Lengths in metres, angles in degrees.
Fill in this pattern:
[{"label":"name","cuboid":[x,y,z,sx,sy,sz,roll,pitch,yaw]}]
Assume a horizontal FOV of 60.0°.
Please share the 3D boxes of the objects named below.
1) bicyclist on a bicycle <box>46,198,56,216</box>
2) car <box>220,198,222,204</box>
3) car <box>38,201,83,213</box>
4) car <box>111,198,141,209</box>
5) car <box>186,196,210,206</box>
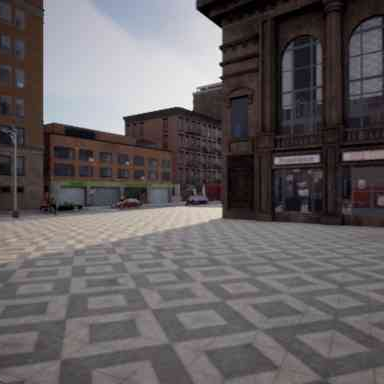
[{"label":"bicyclist on a bicycle","cuboid":[-12.837,1.367,30.240,1.656,1.620,0.582,0,0,36]},{"label":"car","cuboid":[7.327,1.375,63.399,2.097,1.767,4.553,0,0,36]},{"label":"car","cuboid":[-14.980,1.668,37.929,1.895,1.301,4.718,0,0,36]},{"label":"car","cuboid":[-9.082,1.581,46.084,1.812,1.442,4.674,0,0,36]},{"label":"car","cuboid":[1.036,1.387,54.668,2.097,1.767,4.553,0,0,36]}]
